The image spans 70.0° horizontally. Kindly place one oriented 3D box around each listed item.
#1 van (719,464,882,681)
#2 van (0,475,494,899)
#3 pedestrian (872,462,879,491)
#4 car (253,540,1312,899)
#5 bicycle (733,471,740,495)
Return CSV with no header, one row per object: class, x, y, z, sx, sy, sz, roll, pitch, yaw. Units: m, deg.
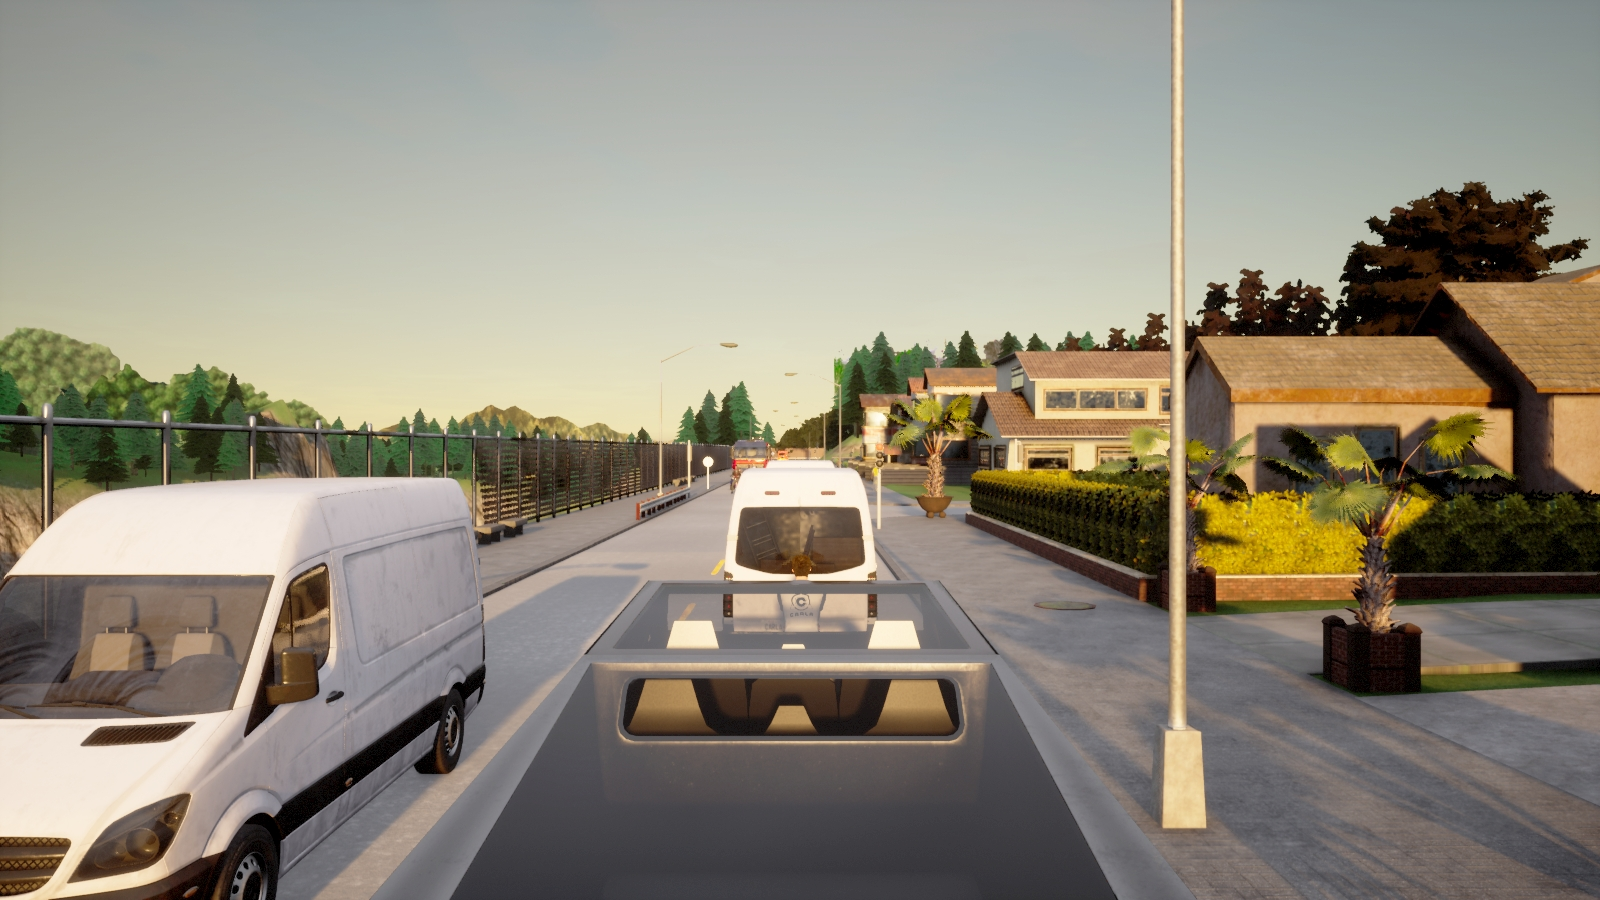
van,0.009,1.528,16.844,1.988,2.561,5.915,0,0,0
van,-3.993,1.531,8.228,1.988,2.561,5.915,0,0,0
pedestrian,4.863,1.715,73.941,0.375,1.860,0.375,0,0,-7
car,-0.034,1.751,5.716,2.390,2.098,6.274,0,0,0
bicycle,-3.968,2.032,71.211,0.329,1.471,1.835,0,0,0
